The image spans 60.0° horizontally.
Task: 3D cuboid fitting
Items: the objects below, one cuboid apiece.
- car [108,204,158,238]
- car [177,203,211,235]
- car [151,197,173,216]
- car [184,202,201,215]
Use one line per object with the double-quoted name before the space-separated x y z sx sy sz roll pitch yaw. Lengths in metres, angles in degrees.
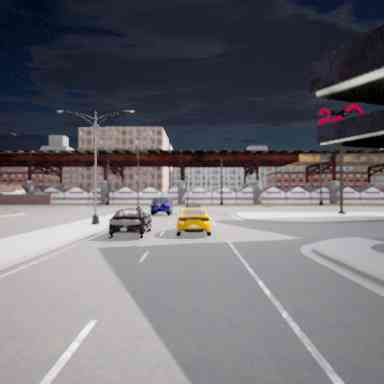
"car" -3.399 1.680 18.976 2.128 1.511 4.902 0 -1 0
"car" 0.101 1.678 20.087 1.882 1.535 5.008 0 -1 0
"car" -3.456 1.599 38.031 2.150 2.045 5.566 0 -1 0
"car" 0.140 1.963 40.134 1.994 1.385 4.181 0 -1 2
